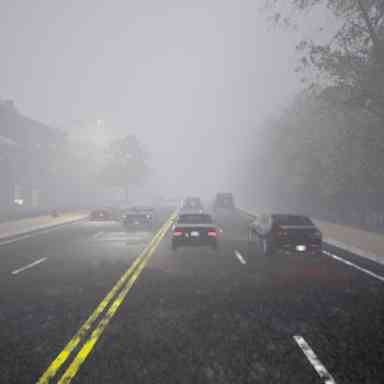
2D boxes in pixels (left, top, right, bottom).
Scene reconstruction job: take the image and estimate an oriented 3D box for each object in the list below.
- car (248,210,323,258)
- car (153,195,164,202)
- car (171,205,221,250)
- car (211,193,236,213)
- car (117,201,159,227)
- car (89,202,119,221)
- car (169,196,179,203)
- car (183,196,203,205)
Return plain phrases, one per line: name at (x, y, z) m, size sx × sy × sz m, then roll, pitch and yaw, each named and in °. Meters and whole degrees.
car at (3.349, 1.462, 12.639) m, size 1.837 × 1.490 × 4.892 m, roll 0°, pitch 0°, yaw 0°
car at (-6.714, 1.317, 67.150) m, size 1.994 × 1.385 × 4.181 m, roll 0°, pitch 0°, yaw -1°
car at (0.102, 1.500, 14.121) m, size 2.033 × 1.411 × 5.357 m, roll 0°, pitch 0°, yaw 0°
car at (3.349, 1.102, 35.699) m, size 2.150 × 2.045 × 5.566 m, roll 0°, pitch 0°, yaw 0°
car at (-3.352, 1.526, 22.214) m, size 1.895 × 1.301 × 4.718 m, roll 0°, pitch 0°, yaw 0°
car at (-6.598, 1.476, 26.185) m, size 1.994 × 1.385 × 4.181 m, roll 0°, pitch 0°, yaw 0°
car at (-3.420, 1.392, 64.273) m, size 1.895 × 1.301 × 4.718 m, roll 0°, pitch 0°, yaw -1°
car at (0.099, 1.235, 34.754) m, size 2.097 × 1.767 × 4.553 m, roll 0°, pitch 0°, yaw 0°
